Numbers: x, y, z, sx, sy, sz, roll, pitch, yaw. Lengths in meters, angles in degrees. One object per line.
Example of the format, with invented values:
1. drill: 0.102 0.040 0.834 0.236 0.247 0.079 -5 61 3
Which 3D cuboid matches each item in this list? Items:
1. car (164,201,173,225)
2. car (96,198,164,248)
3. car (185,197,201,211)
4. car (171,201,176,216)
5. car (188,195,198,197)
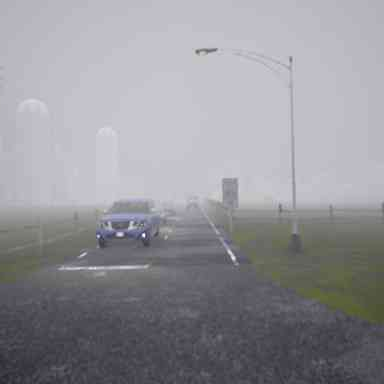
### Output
1. car: -2.778 1.710 25.852 1.812 1.442 4.674 -1 0 0
2. car: -2.822 1.336 15.888 2.150 2.045 5.566 -1 0 1
3. car: 0.119 1.766 45.773 1.837 1.490 4.892 -1 0 0
4. car: -2.747 1.735 36.049 1.882 1.535 5.008 -1 0 0
5. car: 0.145 1.562 56.228 2.150 2.045 5.566 -1 0 0
